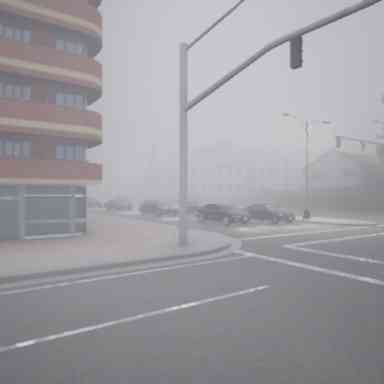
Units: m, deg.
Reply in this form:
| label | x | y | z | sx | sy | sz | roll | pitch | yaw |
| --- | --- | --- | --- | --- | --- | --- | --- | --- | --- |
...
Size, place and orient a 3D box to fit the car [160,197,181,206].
| label | x | y | z | sx | sy | sz | roll | pitch | yaw |
| --- | --- | --- | --- | --- | --- | --- | --- | --- | --- |
| car | -3.900 | 1.651 | 59.795 | 1.994 | 1.385 | 4.181 | 0 | 0 | -35 |

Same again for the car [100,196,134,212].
| label | x | y | z | sx | sy | sz | roll | pitch | yaw |
| --- | --- | --- | --- | --- | --- | --- | --- | --- | --- |
| car | -9.025 | 1.591 | 40.450 | 2.033 | 1.411 | 5.357 | 0 | 0 | -34 |

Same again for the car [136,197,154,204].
| label | x | y | z | sx | sy | sz | roll | pitch | yaw |
| --- | --- | --- | --- | --- | --- | --- | --- | --- | --- |
| car | -9.610 | 1.650 | 68.055 | 1.994 | 1.385 | 4.181 | 0 | 0 | -35 |

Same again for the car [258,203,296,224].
| label | x | y | z | sx | sy | sz | roll | pitch | yaw |
| --- | --- | --- | --- | --- | --- | --- | --- | --- | --- |
| car | 5.649 | 1.580 | 25.328 | 1.812 | 1.442 | 4.674 | 0 | 0 | -34 |

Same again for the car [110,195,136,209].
| label | x | y | z | sx | sy | sz | roll | pitch | yaw |
| --- | --- | --- | --- | --- | --- | --- | --- | --- | --- |
| car | -10.003 | 1.405 | 48.069 | 2.097 | 1.767 | 4.553 | 0 | 0 | -34 |

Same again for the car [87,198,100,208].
| label | x | y | z | sx | sy | sz | roll | pitch | yaw |
| --- | --- | --- | --- | --- | --- | --- | --- | --- | --- |
| car | -14.693 | 1.607 | 48.711 | 1.994 | 1.385 | 4.181 | 0 | 0 | -35 |

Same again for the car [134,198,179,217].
| label | x | y | z | sx | sy | sz | roll | pitch | yaw |
| --- | --- | --- | --- | --- | --- | --- | --- | --- | --- |
| car | -3.310 | 1.589 | 32.151 | 2.033 | 1.411 | 5.357 | 0 | 0 | -34 |

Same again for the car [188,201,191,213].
| label | x | y | z | sx | sy | sz | roll | pitch | yaw |
| --- | --- | --- | --- | --- | --- | --- | --- | --- | --- |
| car | 0.713 | 1.580 | 32.498 | 1.812 | 1.442 | 4.674 | 0 | 0 | -34 |

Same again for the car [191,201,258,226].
| label | x | y | z | sx | sy | sz | roll | pitch | yaw |
| --- | --- | --- | --- | --- | --- | --- | --- | --- | --- |
| car | 2.213 | 1.549 | 24.123 | 1.837 | 1.490 | 4.892 | 0 | 0 | -34 |
